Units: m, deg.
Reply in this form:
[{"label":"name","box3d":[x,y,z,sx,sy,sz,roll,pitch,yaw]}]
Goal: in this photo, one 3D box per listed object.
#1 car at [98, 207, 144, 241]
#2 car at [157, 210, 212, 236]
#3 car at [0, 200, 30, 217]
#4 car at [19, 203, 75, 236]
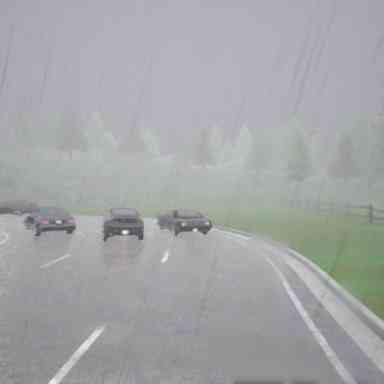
[{"label":"car","box3d":[-3.638,1.525,17.002,1.837,1.490,4.892,2,-1,-17]},{"label":"car","box3d":[-0.616,1.644,18.948,1.895,1.301,4.718,0,0,-21]},{"label":"car","box3d":[-16.744,1.467,30.651,4.902,1.511,2.128,0,0,7]},{"label":"car","box3d":[-8.072,1.545,18.686,2.033,1.411,5.357,1,0,-34]}]
